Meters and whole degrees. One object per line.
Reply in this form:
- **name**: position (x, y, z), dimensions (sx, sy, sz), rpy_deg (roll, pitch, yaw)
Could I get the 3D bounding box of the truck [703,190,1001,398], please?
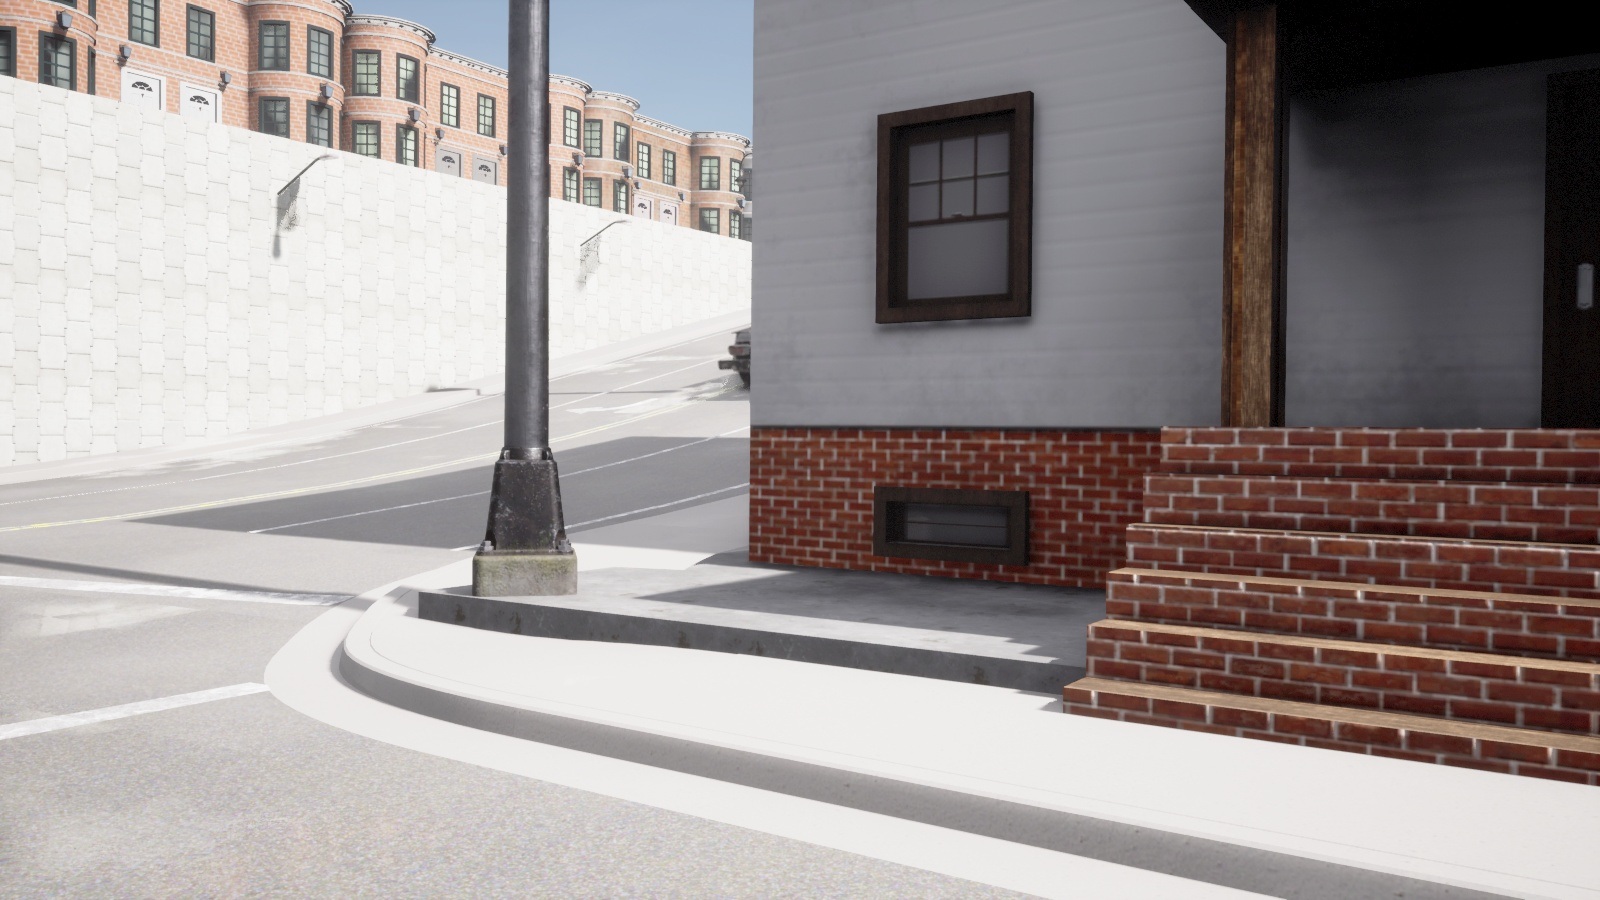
- **truck**: position (1.545, -3.811, 29.361), dimensions (2.891, 3.462, 7.936), rpy_deg (0, 15, 34)
